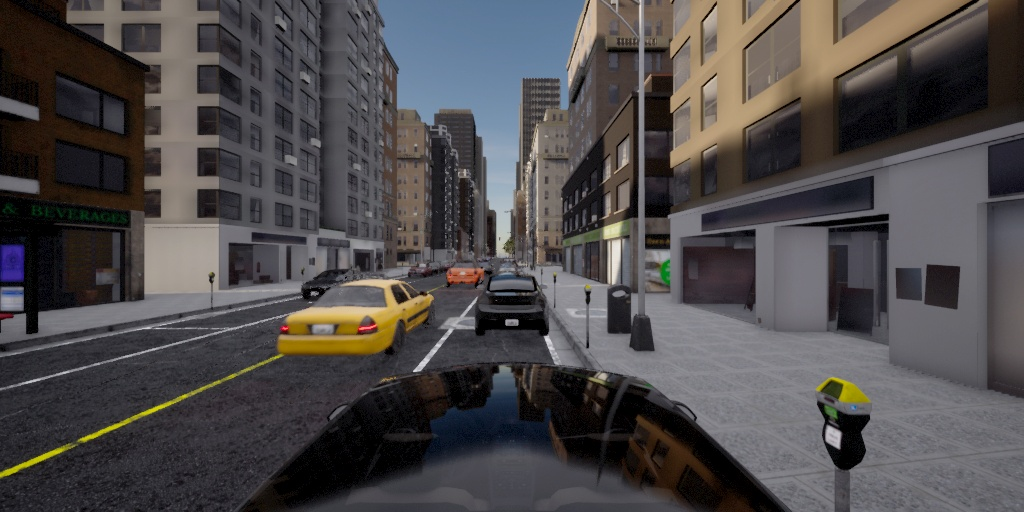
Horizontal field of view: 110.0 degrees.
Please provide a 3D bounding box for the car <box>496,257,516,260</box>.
[{"bbox_3d":[-0.288,1.066,40.309,2.192,1.841,5.009,0,0,0],"label":"car"}]

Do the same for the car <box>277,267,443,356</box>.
[{"bbox_3d":[-3.145,1.205,8.533,1.801,1.575,5.366,0,0,0],"label":"car"}]

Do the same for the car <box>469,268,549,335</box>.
[{"bbox_3d":[0.000,1.254,10.500,1.837,1.490,4.892,0,0,0],"label":"car"}]

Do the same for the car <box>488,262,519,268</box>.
[{"bbox_3d":[-0.288,1.301,23.738,2.007,1.370,4.403,0,0,0],"label":"car"}]

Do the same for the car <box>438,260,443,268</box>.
[{"bbox_3d":[-8.814,1.317,40.303,1.948,1.339,4.313,0,0,0],"label":"car"}]

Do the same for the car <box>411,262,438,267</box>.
[{"bbox_3d":[-8.814,1.333,34.778,1.802,1.307,4.207,0,0,0],"label":"car"}]

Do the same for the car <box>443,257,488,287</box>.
[{"bbox_3d":[-3.078,1.102,24.593,2.097,1.767,4.553,0,0,0],"label":"car"}]

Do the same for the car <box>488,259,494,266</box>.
[{"bbox_3d":[-3.076,1.315,39.841,1.994,1.385,4.181,0,0,0],"label":"car"}]

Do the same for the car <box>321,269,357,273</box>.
[{"bbox_3d":[-8.813,1.316,18.202,1.948,1.339,4.313,0,0,0],"label":"car"}]
